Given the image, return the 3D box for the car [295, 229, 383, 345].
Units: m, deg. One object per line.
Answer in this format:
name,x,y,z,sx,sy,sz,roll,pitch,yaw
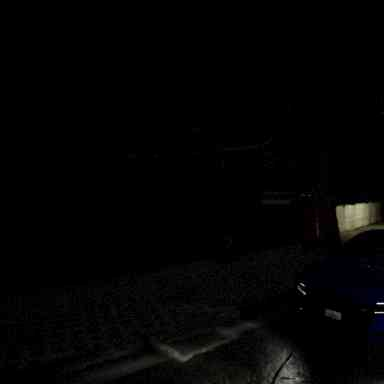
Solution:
car,3.926,1.483,6.382,5.008,1.535,1.882,0,0,-40
